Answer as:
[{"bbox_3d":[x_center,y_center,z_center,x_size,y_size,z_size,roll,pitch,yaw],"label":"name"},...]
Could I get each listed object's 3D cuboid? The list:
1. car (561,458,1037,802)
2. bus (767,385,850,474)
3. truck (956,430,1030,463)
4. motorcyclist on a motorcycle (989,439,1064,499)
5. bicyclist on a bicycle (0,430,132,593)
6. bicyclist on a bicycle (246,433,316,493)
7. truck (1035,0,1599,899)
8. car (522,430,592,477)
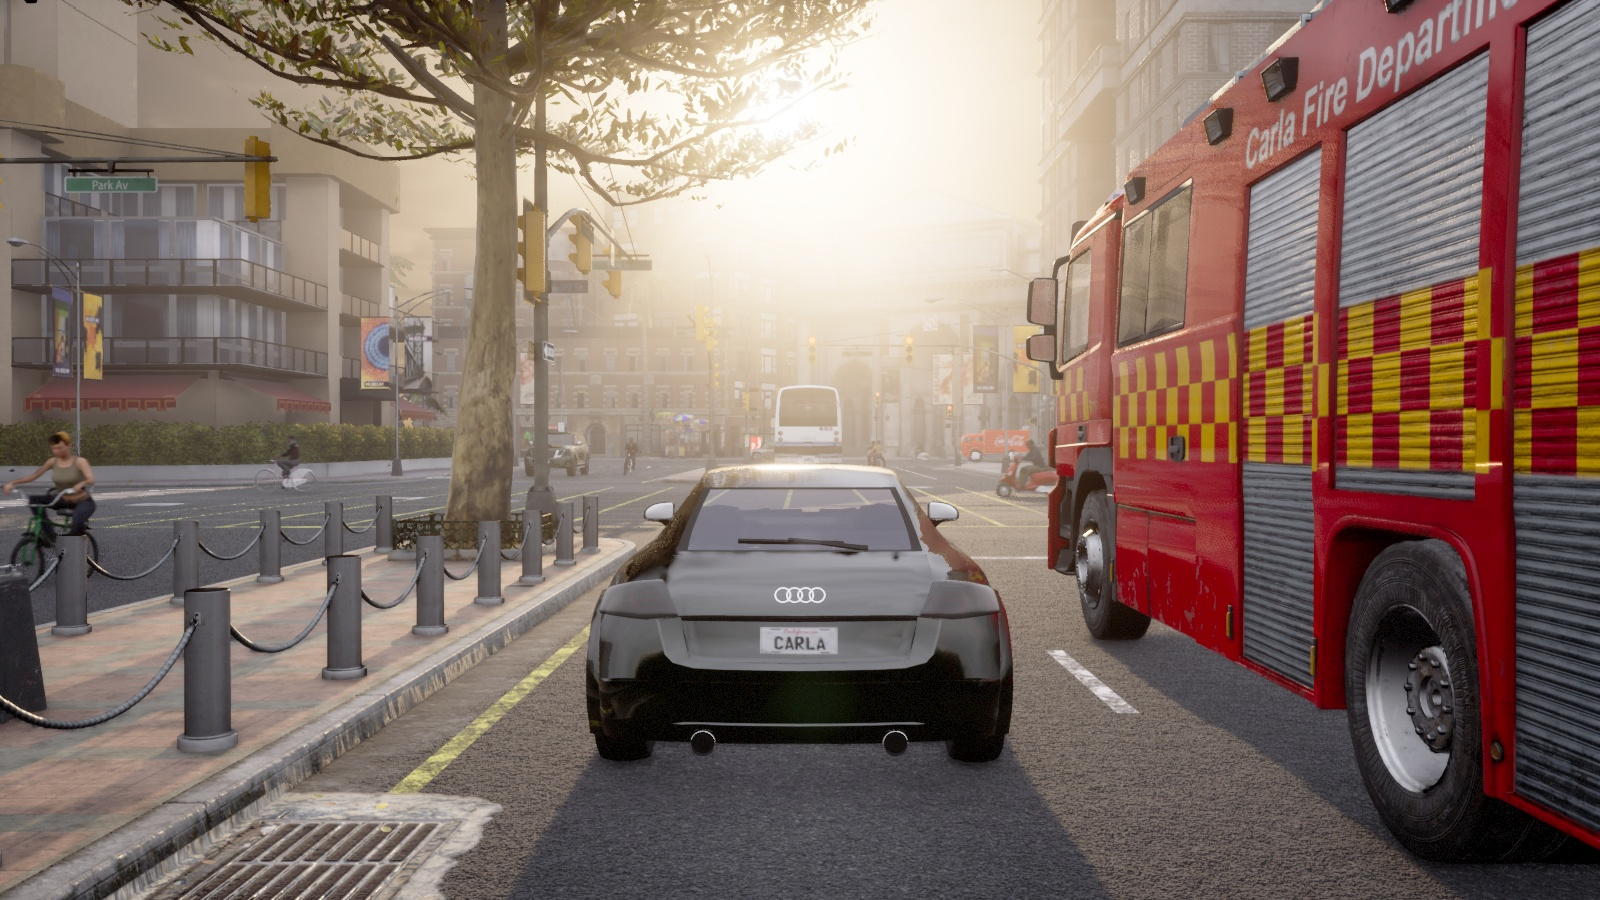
[{"bbox_3d":[0.005,0.769,7.352,1.994,1.385,4.181,0,0,0],"label":"car"},{"bbox_3d":[0.433,-0.997,65.120,3.944,4.253,10.273,0,0,0],"label":"bus"},{"bbox_3d":[14.666,-0.269,95.650,5.204,2.467,2.627,0,0,1],"label":"truck"},{"bbox_3d":[6.129,0.513,34.027,1.817,1.590,0.866,0,1,-4],"label":"motorcyclist on a motorcycle"},{"bbox_3d":[-7.861,0.602,13.181,0.866,1.612,1.509,0,0,1],"label":"bicyclist on a bicycle"},{"bbox_3d":[-15.573,0.392,37.709,1.843,1.776,0.659,0,0,0],"label":"bicyclist on a bicycle"},{"bbox_3d":[3.562,-0.456,7.201,2.891,3.827,8.468,0,0,0],"label":"truck"},{"bbox_3d":[-11.115,0.130,57.873,2.150,2.045,5.566,0,0,0],"label":"car"}]
